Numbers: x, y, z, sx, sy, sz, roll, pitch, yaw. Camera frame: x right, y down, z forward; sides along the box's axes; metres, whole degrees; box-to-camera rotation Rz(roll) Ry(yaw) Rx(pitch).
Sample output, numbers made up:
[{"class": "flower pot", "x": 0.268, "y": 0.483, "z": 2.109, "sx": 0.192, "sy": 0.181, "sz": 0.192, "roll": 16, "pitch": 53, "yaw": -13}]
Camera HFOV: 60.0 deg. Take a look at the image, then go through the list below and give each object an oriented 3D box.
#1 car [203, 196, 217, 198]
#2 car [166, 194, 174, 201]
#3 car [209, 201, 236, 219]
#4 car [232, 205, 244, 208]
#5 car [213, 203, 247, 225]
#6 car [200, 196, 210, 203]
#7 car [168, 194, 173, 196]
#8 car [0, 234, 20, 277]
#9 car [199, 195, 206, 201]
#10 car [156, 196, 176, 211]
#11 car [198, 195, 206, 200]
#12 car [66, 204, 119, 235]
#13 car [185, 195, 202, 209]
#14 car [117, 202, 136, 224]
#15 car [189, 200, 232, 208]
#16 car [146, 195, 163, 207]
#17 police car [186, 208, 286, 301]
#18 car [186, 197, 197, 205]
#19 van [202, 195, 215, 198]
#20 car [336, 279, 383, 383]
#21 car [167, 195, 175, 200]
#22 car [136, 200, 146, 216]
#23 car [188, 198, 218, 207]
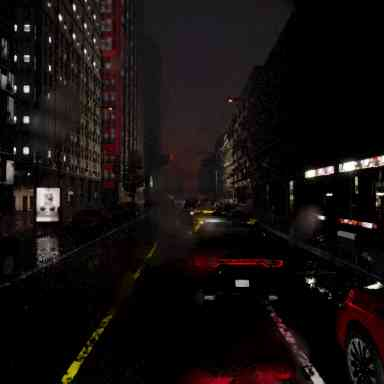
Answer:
[{"class": "car", "x": 2.688, "y": 1.554, "z": 41.442, "sx": 1.947, "sy": 1.339, "sz": 4.313, "roll": 1, "pitch": 0, "yaw": 0}, {"class": "car", "x": -5.701, "y": 1.385, "z": 86.729, "sx": 1.967, "sy": 1.590, "sz": 4.097, "roll": 1, "pitch": 0, "yaw": 0}, {"class": "car", "x": 2.692, "y": 1.546, "z": 30.128, "sx": 2.008, "sy": 1.369, "sz": 4.403, "roll": 1, "pitch": 0, "yaw": 0}, {"class": "car", "x": 2.695, "y": 1.525, "z": 18.985, "sx": 1.752, "sy": 1.417, "sz": 4.829, "roll": 1, "pitch": 0, "yaw": 0}, {"class": "car", "x": 2.693, "y": 1.564, "z": 24.471, "sx": 1.947, "sy": 1.339, "sz": 4.313, "roll": 1, "pitch": 0, "yaw": 0}, {"class": "car", "x": 2.681, "y": 1.547, "z": 69.725, "sx": 1.802, "sy": 1.307, "sz": 4.206, "roll": 1, "pitch": 0, "yaw": 0}, {"class": "car", "x": -5.697, "y": 1.406, "z": 69.758, "sx": 1.967, "sy": 1.590, "sz": 4.097, "roll": 1, "pitch": 0, "yaw": 0}, {"class": "car", "x": -5.683, "y": 1.546, "z": 7.533, "sx": 1.887, "sy": 1.381, "sz": 4.507, "roll": 1, "pitch": 0, "yaw": 0}, {"class": "car", "x": 2.677, "y": 1.527, "z": 86.695, "sx": 1.802, "sy": 1.307, "sz": 4.206, "roll": 1, "pitch": 0, "yaw": 0}, {"class": "car", "x": -3.010, "y": 1.514, "z": 40.718, "sx": 1.812, "sy": 1.442, "sz": 4.674, "roll": 0, "pitch": 0, "yaw": 0}, {"class": "car", "x": 2.676, "y": 1.488, "z": 92.352, "sx": 2.008, "sy": 1.369, "sz": 4.403, "roll": 1, "pitch": 0, "yaw": 0}, {"class": "car", "x": -5.687, "y": 1.582, "z": 18.846, "sx": 1.802, "sy": 1.307, "sz": 4.206, "roll": 1, "pitch": 0, "yaw": 0}, {"class": "car", "x": -0.006, "y": 1.463, "z": 45.875, "sx": 1.882, "sy": 1.535, "sz": 5.008, "roll": 0, "pitch": 0, "yaw": 0}, {"class": "car", "x": -5.687, "y": 1.543, "z": 24.503, "sx": 1.887, "sy": 1.381, "sz": 4.507, "roll": 1, "pitch": 0, "yaw": 0}, {"class": "car", "x": 0.894, "y": 1.455, "z": 18.602, "sx": 1.801, "sy": 1.575, "sz": 5.366, "roll": 0, "pitch": 0, "yaw": 0}, {"class": "car", "x": -5.692, "y": 1.425, "z": 47.132, "sx": 1.967, "sy": 1.590, "sz": 4.097, "roll": 1, "pitch": 0, "yaw": 0}, {"class": "police car", "x": 0.897, "y": 1.426, "z": 8.521, "sx": 1.930, "sy": 1.638, "sz": 5.238, "roll": 0, "pitch": 0, "yaw": 0}, {"class": "car", "x": -0.017, "y": 1.576, "z": 60.036, "sx": 1.895, "sy": 1.301, "sz": 4.718, "roll": 0, "pitch": 0, "yaw": 0}, {"class": "van", "x": 2.690, "y": 1.326, "z": 47.099, "sx": 1.690, "sy": 1.788, "sz": 3.998, "roll": 1, "pitch": 0, "yaw": 0}, {"class": "car", "x": 2.702, "y": 1.316, "z": 1.845, "sx": 2.192, "sy": 1.841, "sz": 5.009, "roll": 1, "pitch": 0, "yaw": 0}, {"class": "car", "x": -5.704, "y": 1.503, "z": 92.385, "sx": 1.947, "sy": 1.339, "sz": 4.313, "roll": 1, "pitch": 0, "yaw": 0}, {"class": "car", "x": -5.689, "y": 1.561, "z": 30.160, "sx": 1.947, "sy": 1.339, "sz": 4.313, "roll": 1, "pitch": 0, "yaw": 0}, {"class": "car", "x": 0.809, "y": 1.454, "z": 24.600, "sx": 1.801, "sy": 1.575, "sz": 5.366, "roll": 0, "pitch": 0, "yaw": 0}]
